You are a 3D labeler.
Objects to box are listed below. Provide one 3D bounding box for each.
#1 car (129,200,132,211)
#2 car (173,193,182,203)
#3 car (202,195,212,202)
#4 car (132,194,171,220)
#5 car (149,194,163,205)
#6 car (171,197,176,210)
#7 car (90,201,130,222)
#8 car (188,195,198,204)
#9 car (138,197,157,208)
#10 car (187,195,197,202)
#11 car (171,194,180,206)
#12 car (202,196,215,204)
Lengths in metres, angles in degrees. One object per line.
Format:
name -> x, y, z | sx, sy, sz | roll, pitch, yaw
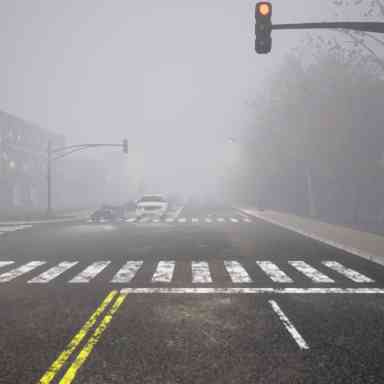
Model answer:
car -> -6.563, 1.550, 37.562 | 1.994, 1.385, 4.181 | 0, 0, 0
car -> -3.182, 1.300, 68.715 | 2.150, 2.045, 5.566 | 0, 0, 0
car -> 3.324, 1.509, 74.730 | 2.033, 1.411, 5.357 | 0, 0, 0
car -> -3.318, 1.212, 28.197 | 2.150, 2.045, 5.566 | 0, 0, 0
car -> -6.503, 1.329, 60.945 | 2.097, 1.767, 4.553 | 0, 0, 0
car -> -3.307, 1.587, 40.371 | 1.895, 1.301, 4.718 | 0, 0, 0
car -> -6.573, 1.594, 26.500 | 1.895, 1.301, 4.718 | 0, 0, 0
car -> 0.164, 1.577, 61.360 | 1.895, 1.301, 4.718 | 0, 0, -1
car -> -6.541, 1.475, 49.551 | 2.128, 1.511, 4.902 | 0, 0, 0
car -> 0.076, 1.494, 74.654 | 2.128, 1.511, 4.902 | 0, 0, 0
car -> -3.288, 1.487, 52.908 | 1.837, 1.490, 4.892 | 0, 0, 0
car -> 3.414, 1.576, 64.712 | 1.895, 1.301, 4.718 | 0, 0, 0
